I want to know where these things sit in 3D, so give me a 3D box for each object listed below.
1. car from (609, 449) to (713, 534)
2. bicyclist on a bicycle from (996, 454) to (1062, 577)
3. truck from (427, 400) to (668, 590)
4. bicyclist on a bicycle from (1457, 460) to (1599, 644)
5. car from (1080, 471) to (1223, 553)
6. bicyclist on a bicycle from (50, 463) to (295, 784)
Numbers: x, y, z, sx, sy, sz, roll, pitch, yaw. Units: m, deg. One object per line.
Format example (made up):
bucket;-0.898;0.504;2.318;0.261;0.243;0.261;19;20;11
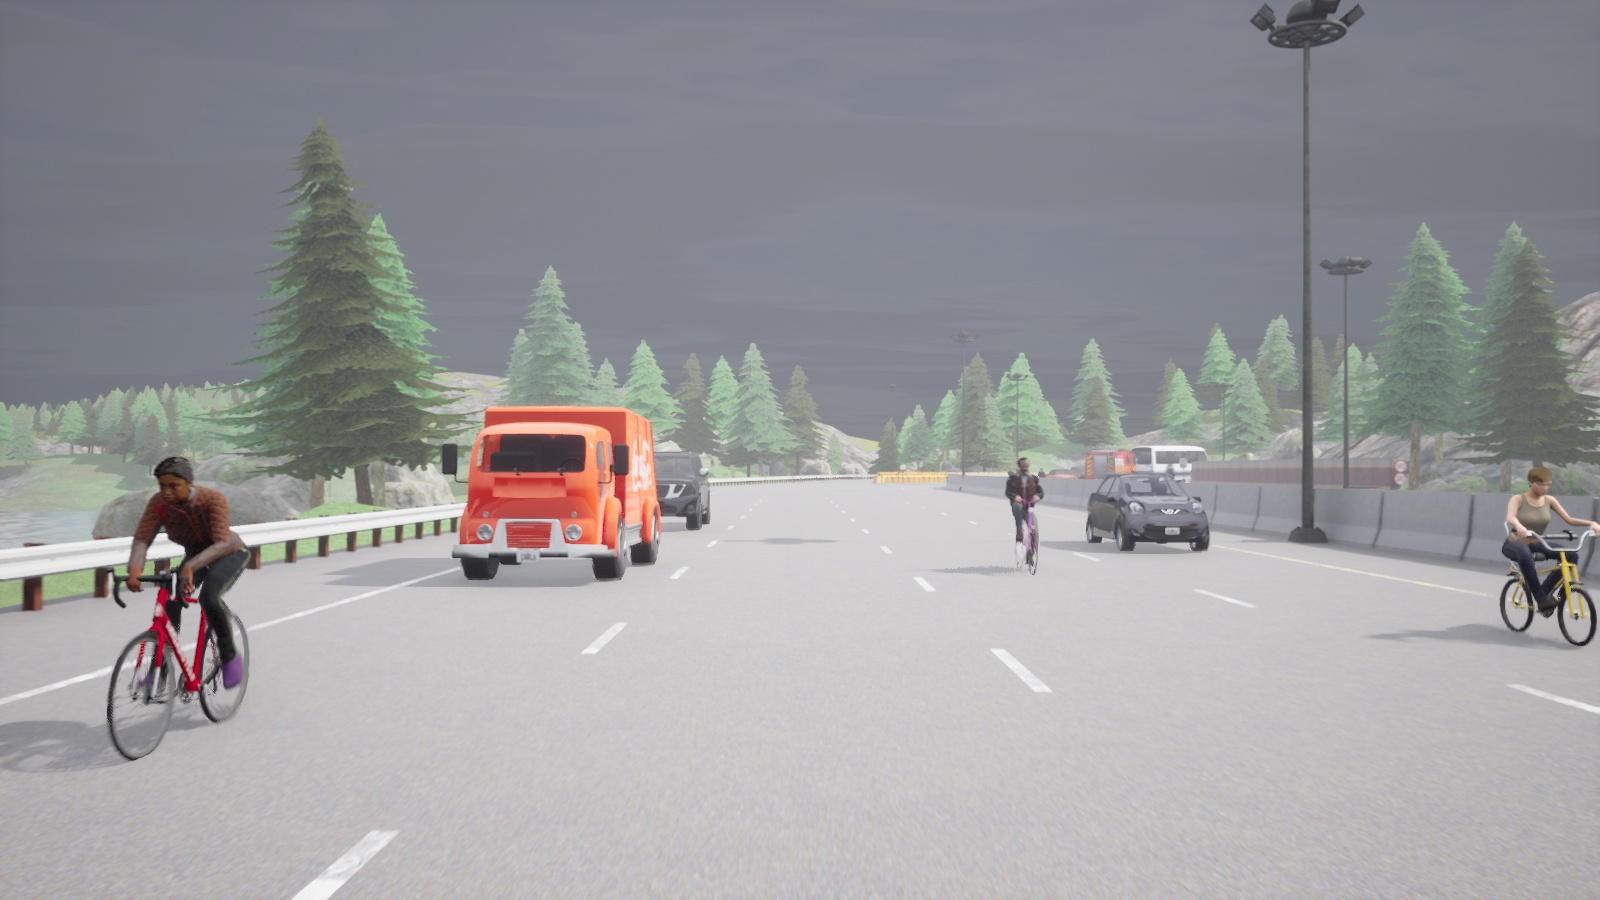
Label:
car;-3.584;1.060;33.392;2.150;2.045;5.566;0;-1;0
bicyclist on a bicycle;3.452;0.962;19.068;0.659;1.776;1.843;0;-1;0
truck;-3.553;0.634;18.938;2.627;2.467;5.204;0;-1;0
bicyclist on a bicycle;6.975;0.901;11.742;0.866;1.612;1.509;0;-1;0
car;6.938;1.186;25.160;1.845;1.501;3.633;0;-1;0
bicyclist on a bicycle;-3.518;0.890;7.206;0.582;1.620;1.656;0;-1;0
